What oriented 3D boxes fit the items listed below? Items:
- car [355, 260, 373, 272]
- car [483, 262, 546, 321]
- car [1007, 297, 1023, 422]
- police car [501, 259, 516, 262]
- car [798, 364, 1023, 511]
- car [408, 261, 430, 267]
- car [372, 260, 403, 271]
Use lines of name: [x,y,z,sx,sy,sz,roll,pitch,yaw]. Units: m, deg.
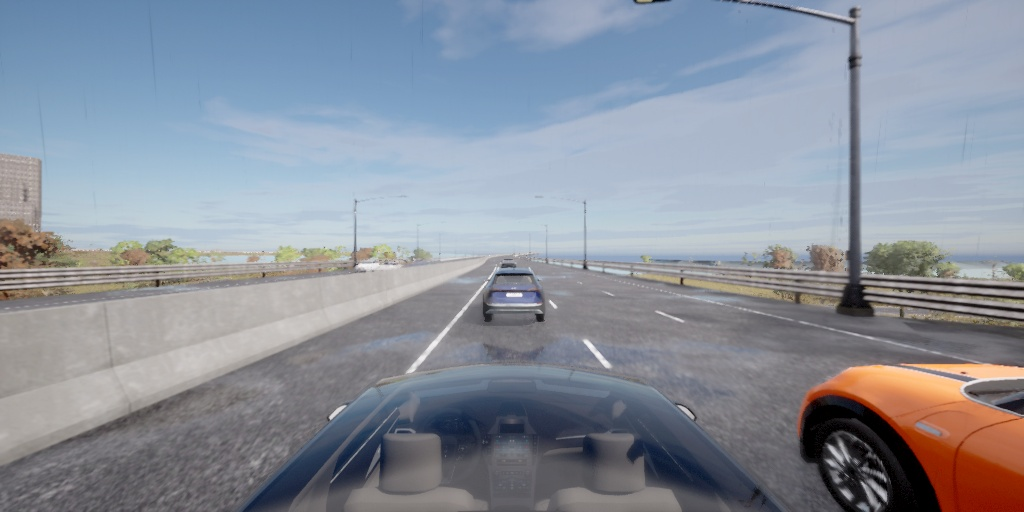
car: [-18.155,1.276,45.472,1.812,1.442,4.674,0,0,-1]
car: [0.053,1.182,12.529,2.033,1.649,4.856,0,0,0]
car: [7.093,1.253,2.026,1.837,1.490,4.892,0,0,0]
police car: [-0.425,1.172,43.698,1.930,1.638,5.238,0,0,-1]
car: [3.591,1.102,1.290,2.097,1.767,4.553,0,0,0]
car: [-11.103,1.297,43.305,2.033,1.411,5.357,0,0,-1]
car: [-14.596,1.351,42.876,1.895,1.301,4.718,0,0,-1]
